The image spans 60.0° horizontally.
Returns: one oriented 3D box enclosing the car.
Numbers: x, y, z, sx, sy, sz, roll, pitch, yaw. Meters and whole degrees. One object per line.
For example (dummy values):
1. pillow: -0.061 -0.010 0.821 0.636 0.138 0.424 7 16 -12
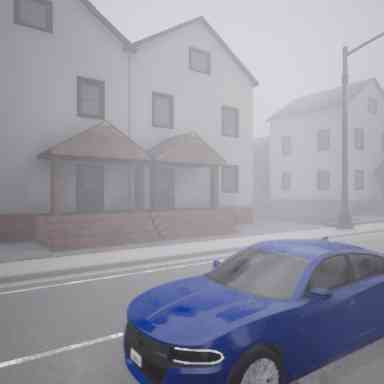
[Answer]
1. car: 1.478 1.480 4.910 5.008 1.535 1.882 0 0 -34
